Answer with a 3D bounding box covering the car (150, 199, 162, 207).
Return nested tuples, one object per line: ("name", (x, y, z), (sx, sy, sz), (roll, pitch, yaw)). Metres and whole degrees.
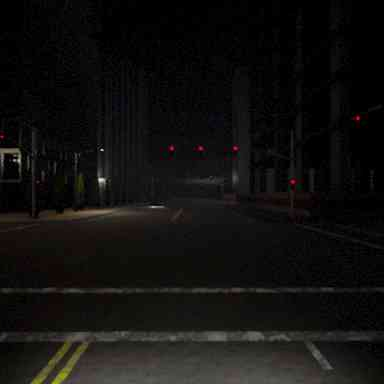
("car", (-6.881, 2.140, 64.437), (1.994, 1.385, 4.181), (0, 0, 0))
